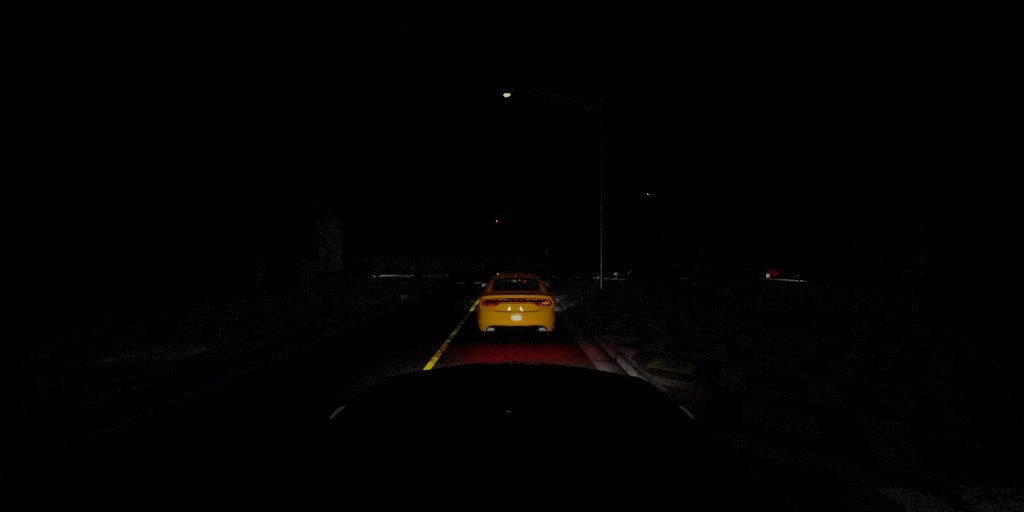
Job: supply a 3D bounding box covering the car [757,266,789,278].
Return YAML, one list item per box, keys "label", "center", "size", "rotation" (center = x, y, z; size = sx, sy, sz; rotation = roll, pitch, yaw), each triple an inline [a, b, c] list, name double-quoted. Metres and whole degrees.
- label: "car"
  center: [29.090, 1.763, 39.544]
  size: [4.507, 1.381, 1.888]
  rotation: [0, 0, 0]

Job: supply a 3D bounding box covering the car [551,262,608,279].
- label: "car"
  center: [6.082, 1.357, 33.696]
  size: [4.892, 1.490, 1.837]
  rotation: [1, 0, 0]

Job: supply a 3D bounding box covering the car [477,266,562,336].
- label: "car"
  center: [0.104, 1.227, 10.479]
  size: [1.882, 1.535, 5.008]
  rotation: [0, 0, 0]

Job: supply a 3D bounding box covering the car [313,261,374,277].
- label: "car"
  center: [-14.762, 1.114, 30.957]
  size: [4.403, 1.370, 2.007]
  rotation: [0, 0, 0]

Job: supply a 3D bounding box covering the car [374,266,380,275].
- label: "car"
  center: [-14.674, 1.127, 33.714]
  size: [4.181, 1.385, 1.994]
  rotation: [1, 0, 0]

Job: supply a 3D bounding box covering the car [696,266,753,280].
- label: "car"
  center: [21.823, 1.704, 36.881]
  size: [4.718, 1.301, 1.895]
  rotation: [1, 0, 0]

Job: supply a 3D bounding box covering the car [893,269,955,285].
- label: "car"
  center: [34.719, 1.862, 31.014]
  size: [4.507, 1.381, 1.888]
  rotation: [0, 0, 0]

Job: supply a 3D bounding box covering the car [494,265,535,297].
- label: "car"
  center: [0.113, 1.296, 20.306]
  size: [2.033, 1.411, 5.357]
  rotation: [0, 0, 0]

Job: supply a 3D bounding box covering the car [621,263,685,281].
- label: "car"
  center: [12.146, 1.522, 31.032]
  size: [4.313, 1.339, 1.948]
  rotation: [0, 0, 0]

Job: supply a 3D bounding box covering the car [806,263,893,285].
- label: "car"
  center: [29.075, 1.538, 31.018]
  size: [5.009, 1.841, 2.192]
  rotation: [0, 0, 0]

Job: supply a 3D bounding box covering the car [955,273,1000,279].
- label: "car"
  center: [40.369, 1.993, 31.009]
  size: [4.207, 1.307, 1.802]
  rotation: [0, 0, 0]

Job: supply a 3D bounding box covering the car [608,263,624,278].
- label: "car"
  center: [11.905, 1.454, 36.890]
  size: [4.892, 1.490, 1.837]
  rotation: [1, 0, 0]

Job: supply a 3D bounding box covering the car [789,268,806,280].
- label: "car"
  center: [31.888, 1.771, 36.864]
  size: [4.892, 1.490, 1.837]
  rotation: [1, 0, 0]

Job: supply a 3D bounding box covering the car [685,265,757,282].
- label: "car"
  center: [17.958, 1.569, 31.027]
  size: [4.829, 1.417, 1.751]
  rotation: [0, 0, 0]
